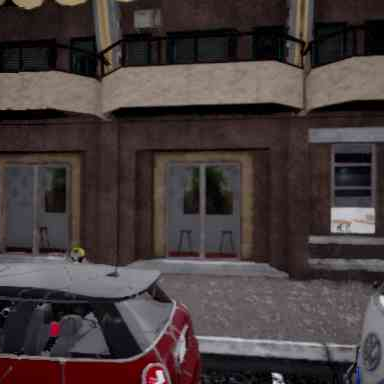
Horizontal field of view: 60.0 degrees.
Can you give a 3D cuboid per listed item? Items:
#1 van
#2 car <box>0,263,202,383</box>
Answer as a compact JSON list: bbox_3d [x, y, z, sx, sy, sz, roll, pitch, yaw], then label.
[{"bbox_3d":[3.472,1.391,2.598,3.998,1.788,1.690,0,-1,7],"label":"van"},{"bbox_3d":[-2.016,1.471,3.300,4.097,1.590,1.967,0,-1,7],"label":"car"}]
